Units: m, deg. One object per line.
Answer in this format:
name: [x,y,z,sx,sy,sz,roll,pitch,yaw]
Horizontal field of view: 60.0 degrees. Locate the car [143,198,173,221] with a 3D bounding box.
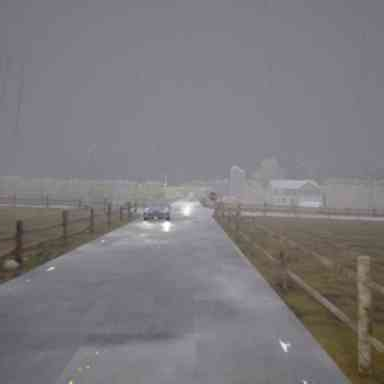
car: [-2.774,1.408,27.802,2.097,1.767,4.553,0,0,0]

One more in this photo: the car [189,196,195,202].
car: [-0.007,1.946,92.998,2.033,1.411,5.357,0,0,0]

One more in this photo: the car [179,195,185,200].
car: [-2.757,1.558,92.609,2.033,1.411,5.357,0,0,0]
